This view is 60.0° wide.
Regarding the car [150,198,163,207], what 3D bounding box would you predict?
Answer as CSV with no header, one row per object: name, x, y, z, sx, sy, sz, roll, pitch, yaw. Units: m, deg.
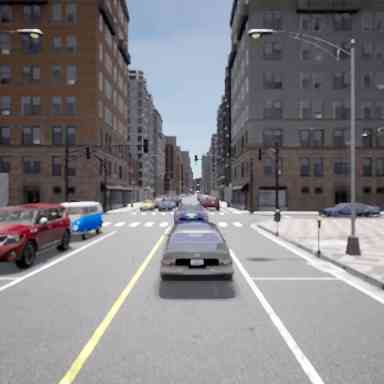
car,-5.895,1.741,55.486,1.752,1.417,4.829,0,0,0

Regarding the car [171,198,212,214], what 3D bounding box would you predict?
car,-0.151,1.465,21.417,2.097,1.767,4.553,0,0,-3

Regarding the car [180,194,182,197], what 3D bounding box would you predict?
car,-3.139,1.430,52.518,2.150,2.045,5.566,0,0,1

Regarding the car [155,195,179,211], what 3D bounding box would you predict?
car,-3.126,1.532,42.925,2.097,1.767,4.553,0,0,0

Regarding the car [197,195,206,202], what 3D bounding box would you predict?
car,2.607,1.620,89.577,2.192,1.841,5.009,0,0,0

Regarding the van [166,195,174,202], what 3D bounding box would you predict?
van,-5.918,1.646,89.586,1.690,1.788,3.998,0,0,0

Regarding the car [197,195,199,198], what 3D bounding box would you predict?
car,2.618,1.788,72.778,1.752,1.417,4.829,0,0,0

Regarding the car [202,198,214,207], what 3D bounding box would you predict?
car,2.630,1.761,55.637,1.887,1.381,4.507,0,0,0

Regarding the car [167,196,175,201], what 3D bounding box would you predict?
car,-5.923,1.863,95.240,1.887,1.381,4.507,0,0,0

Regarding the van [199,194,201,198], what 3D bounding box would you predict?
van,2.627,1.573,61.295,1.690,1.788,3.998,0,0,0

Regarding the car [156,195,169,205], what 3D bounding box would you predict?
car,-5.903,1.563,66.966,2.192,1.841,5.009,0,0,0

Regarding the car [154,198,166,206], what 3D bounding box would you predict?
car,-5.899,1.757,61.141,1.752,1.417,4.829,0,0,0

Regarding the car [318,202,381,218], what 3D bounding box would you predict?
car,15.046,1.683,31.854,5.357,1.411,2.033,0,0,1

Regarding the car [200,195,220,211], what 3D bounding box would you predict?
car,2.639,1.499,44.325,2.192,1.841,5.009,0,0,0

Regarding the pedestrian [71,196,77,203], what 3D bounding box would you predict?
pedestrian,-12.576,1.292,35.293,0.375,1.860,0.375,0,0,1

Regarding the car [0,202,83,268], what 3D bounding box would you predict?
car,-5.866,1.380,11.690,2.192,1.841,5.009,0,0,0

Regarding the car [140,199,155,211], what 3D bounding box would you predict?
car,-5.888,1.709,44.176,1.752,1.417,4.829,0,0,0

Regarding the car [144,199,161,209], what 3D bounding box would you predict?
car,-5.892,1.766,50.001,1.947,1.339,4.313,0,0,0

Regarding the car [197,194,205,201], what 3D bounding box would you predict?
car,2.602,1.633,95.235,2.192,1.841,5.009,0,0,0

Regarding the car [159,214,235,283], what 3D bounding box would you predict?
car,0.095,1.603,9.817,2.033,1.411,5.357,0,0,0

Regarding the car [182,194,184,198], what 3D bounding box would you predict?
car,-3.088,1.731,63.611,2.128,1.511,4.902,0,0,1

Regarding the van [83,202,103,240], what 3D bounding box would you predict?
van,-5.870,1.435,17.331,1.690,1.788,3.998,0,0,0
